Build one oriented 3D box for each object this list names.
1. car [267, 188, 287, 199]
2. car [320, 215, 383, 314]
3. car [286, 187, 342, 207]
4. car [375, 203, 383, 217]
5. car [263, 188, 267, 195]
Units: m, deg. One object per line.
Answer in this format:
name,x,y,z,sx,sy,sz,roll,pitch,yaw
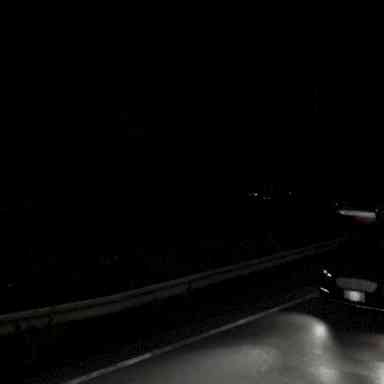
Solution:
car,11.094,0.119,38.768,2.097,1.767,4.553,0,3,-13
car,4.702,1.531,7.567,4.902,1.511,2.128,-2,-1,-42
car,10.700,0.621,28.687,2.128,1.511,4.902,0,3,-19
car,10.941,1.182,17.203,1.812,1.442,4.674,-2,2,14
car,10.837,-0.172,50.022,1.994,1.385,4.181,-2,3,9
